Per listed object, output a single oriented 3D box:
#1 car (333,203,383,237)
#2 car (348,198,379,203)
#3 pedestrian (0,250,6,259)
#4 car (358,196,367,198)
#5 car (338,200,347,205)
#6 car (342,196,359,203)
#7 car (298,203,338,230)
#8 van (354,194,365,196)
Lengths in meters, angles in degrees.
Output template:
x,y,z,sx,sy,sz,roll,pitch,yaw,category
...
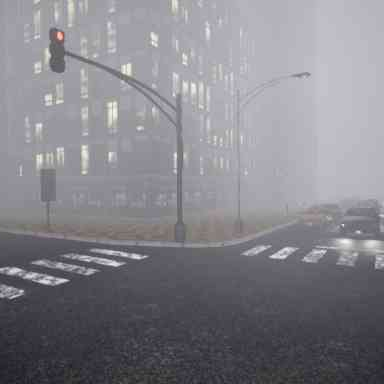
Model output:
x,y,z,sx,sy,sz,roll,pitch,yaw,category
9.311,1.537,18.308,2.033,1.411,5.357,0,0,29,car
14.204,1.476,26.973,2.128,1.511,4.902,0,0,30,car
-6.123,1.444,10.289,0.375,1.300,0.375,0,0,30,pedestrian
19.263,1.485,35.827,1.837,1.490,4.892,0,0,29,car
10.755,1.553,26.205,1.947,1.339,4.313,-1,0,29,car
19.065,1.524,40.993,1.887,1.381,4.507,-1,0,29,car
7.901,1.515,21.128,1.752,1.417,4.829,-1,0,29,car
30.144,1.311,60.713,1.690,1.788,3.998,-1,0,29,van
